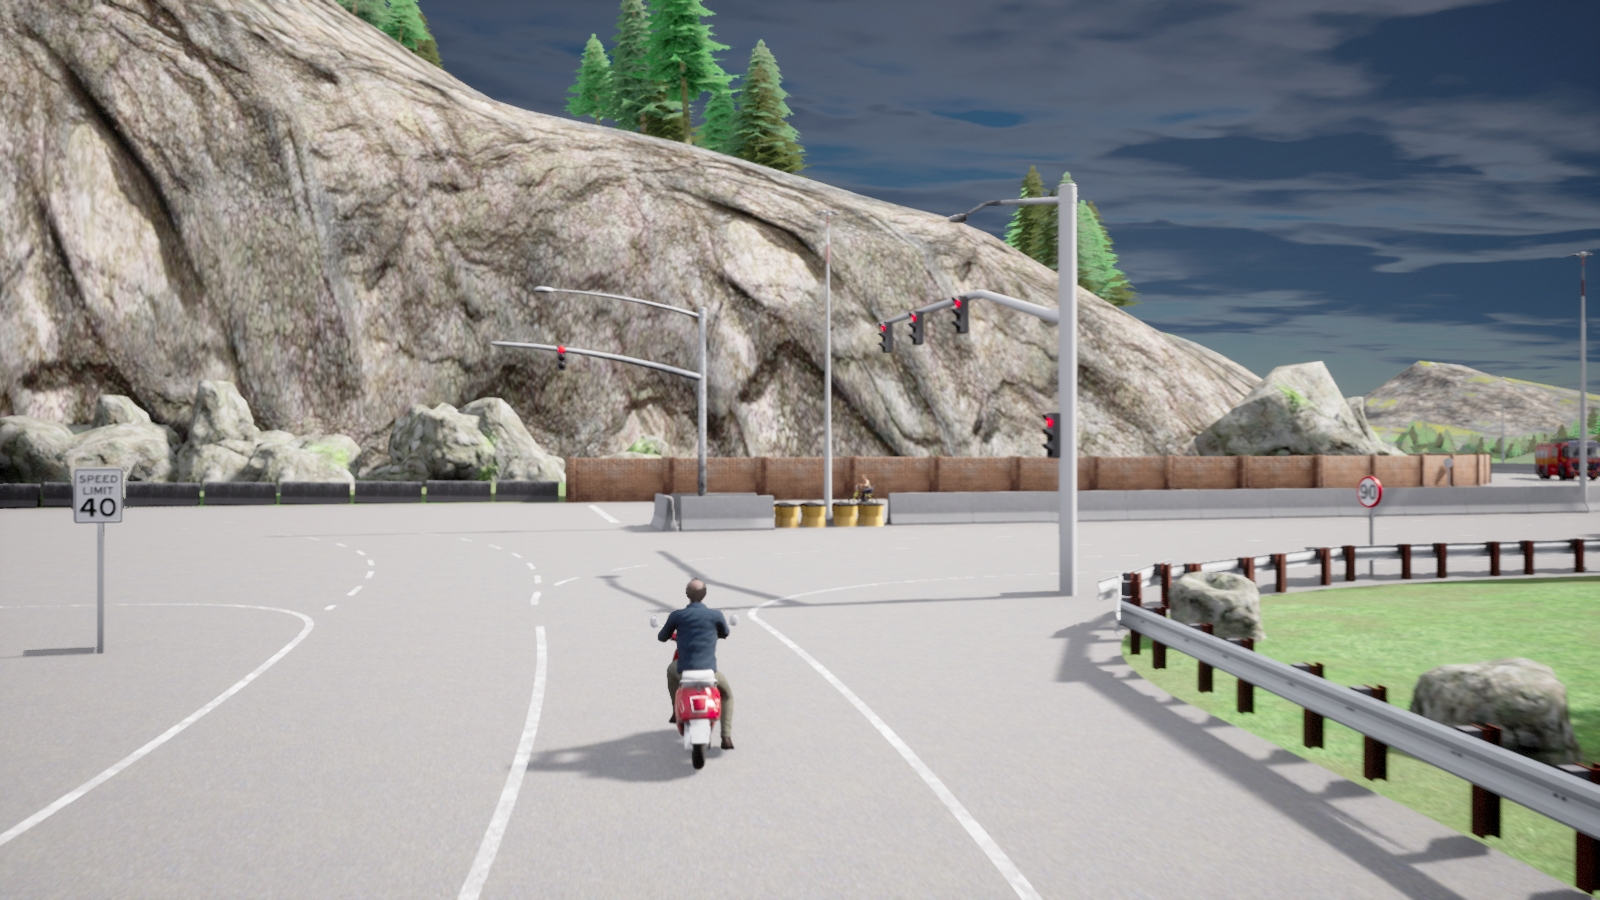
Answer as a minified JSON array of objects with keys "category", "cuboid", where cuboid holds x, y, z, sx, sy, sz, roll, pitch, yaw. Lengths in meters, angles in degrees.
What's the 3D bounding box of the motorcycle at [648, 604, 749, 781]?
[{"category":"motorcycle","cuboid":[-0.980,2.181,10.623,0.856,1.236,1.805,0,0,-8]}]
